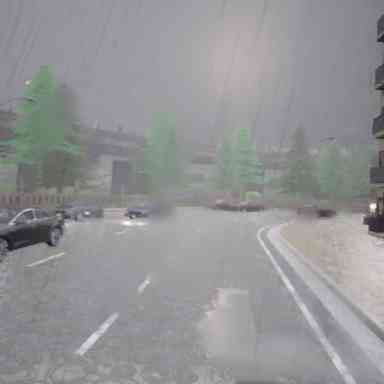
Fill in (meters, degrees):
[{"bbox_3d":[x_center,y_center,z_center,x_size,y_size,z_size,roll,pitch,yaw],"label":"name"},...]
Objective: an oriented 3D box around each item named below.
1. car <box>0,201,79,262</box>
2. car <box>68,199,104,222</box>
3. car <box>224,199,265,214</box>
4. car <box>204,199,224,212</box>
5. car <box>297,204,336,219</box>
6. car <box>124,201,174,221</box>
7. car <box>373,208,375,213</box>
[{"bbox_3d":[-6.037,1.207,10.953,2.128,1.511,4.902,3,0,8],"label":"car"},{"bbox_3d":[-7.649,1.200,22.349,1.994,1.385,4.181,3,0,15],"label":"car"},{"bbox_3d":[6.636,1.697,39.730,5.008,1.535,1.882,3,0,-40],"label":"car"},{"bbox_3d":[3.743,1.643,41.796,5.008,1.535,1.882,3,0,-42],"label":"car"},{"bbox_3d":[13.545,2.104,36.001,5.008,1.535,1.882,3,-1,-34],"label":"car"},{"bbox_3d":[-3.153,1.393,25.994,2.033,1.411,5.357,3,0,21],"label":"car"},{"bbox_3d":[31.089,2.716,53.112,2.097,1.767,4.553,2,3,0],"label":"car"}]
